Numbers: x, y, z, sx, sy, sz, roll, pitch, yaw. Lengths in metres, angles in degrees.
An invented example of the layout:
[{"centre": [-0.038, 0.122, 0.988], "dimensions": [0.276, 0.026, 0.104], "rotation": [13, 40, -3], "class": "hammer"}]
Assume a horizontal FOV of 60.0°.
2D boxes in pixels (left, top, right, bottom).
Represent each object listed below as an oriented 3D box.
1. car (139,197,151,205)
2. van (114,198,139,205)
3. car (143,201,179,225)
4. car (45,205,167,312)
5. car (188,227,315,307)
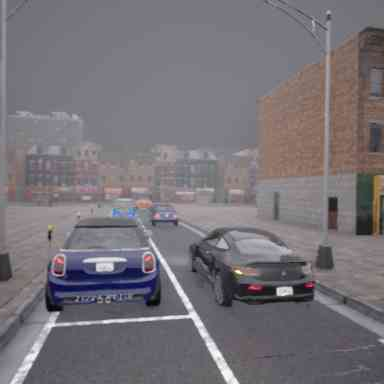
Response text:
[{"centre": [-6.720, 1.484, 45.930], "dimensions": [2.097, 1.767, 4.553], "rotation": [1, 0, -13], "class": "car"}, {"centre": [-5.023, 1.389, 24.622], "dimensions": [1.690, 1.788, 3.998], "rotation": [0, 0, -12], "class": "van"}, {"centre": [-2.180, 1.627, 24.401], "dimensions": [2.033, 1.411, 5.357], "rotation": [1, 0, -12], "class": "car"}, {"centre": [-1.981, 1.363, 8.018], "dimensions": [2.097, 1.767, 4.553], "rotation": [1, 0, -12], "class": "car"}, {"centre": [1.158, 1.573, 8.075], "dimensions": [1.812, 1.442, 4.674], "rotation": [1, 0, -12], "class": "car"}]
